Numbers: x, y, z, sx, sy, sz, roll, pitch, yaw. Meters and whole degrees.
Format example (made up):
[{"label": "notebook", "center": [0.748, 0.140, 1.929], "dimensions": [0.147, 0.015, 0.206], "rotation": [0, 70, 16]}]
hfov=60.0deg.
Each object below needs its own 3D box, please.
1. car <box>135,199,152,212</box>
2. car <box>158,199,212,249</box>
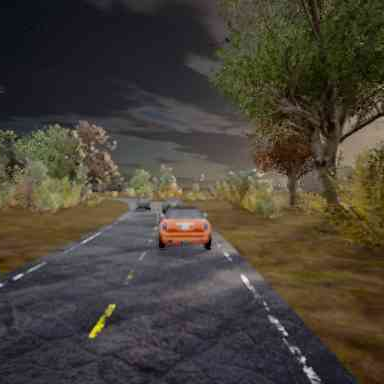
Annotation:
[{"label": "car", "center": [-5.902, 1.595, 40.684], "dimensions": [2.033, 1.411, 5.357], "rotation": [0, 0, -8]}, {"label": "car", "center": [-0.356, 1.366, 14.825], "dimensions": [2.097, 1.767, 4.553], "rotation": [0, 0, -3]}]
